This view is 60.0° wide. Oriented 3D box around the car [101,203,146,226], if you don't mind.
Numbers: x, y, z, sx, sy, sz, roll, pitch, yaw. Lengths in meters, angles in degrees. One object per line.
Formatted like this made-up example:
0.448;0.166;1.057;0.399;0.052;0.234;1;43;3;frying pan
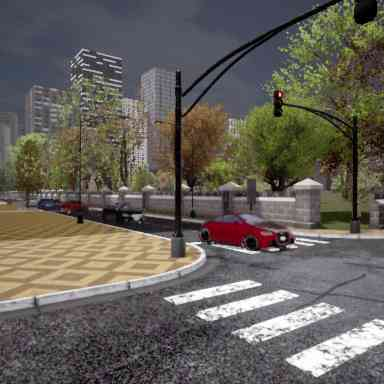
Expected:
-5.077;1.549;24.317;2.128;1.511;4.902;0;0;-34;car

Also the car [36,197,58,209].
-21.322;1.671;48.416;1.812;1.442;4.674;0;0;-34;car

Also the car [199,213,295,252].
2.185;1.586;14.147;1.994;1.385;4.181;0;0;-39;car

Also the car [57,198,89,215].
-12.405;1.573;35.124;1.882;1.535;5.008;0;-1;-34;car

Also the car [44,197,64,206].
-24.116;1.672;58.056;2.128;1.511;4.902;0;0;-34;car
